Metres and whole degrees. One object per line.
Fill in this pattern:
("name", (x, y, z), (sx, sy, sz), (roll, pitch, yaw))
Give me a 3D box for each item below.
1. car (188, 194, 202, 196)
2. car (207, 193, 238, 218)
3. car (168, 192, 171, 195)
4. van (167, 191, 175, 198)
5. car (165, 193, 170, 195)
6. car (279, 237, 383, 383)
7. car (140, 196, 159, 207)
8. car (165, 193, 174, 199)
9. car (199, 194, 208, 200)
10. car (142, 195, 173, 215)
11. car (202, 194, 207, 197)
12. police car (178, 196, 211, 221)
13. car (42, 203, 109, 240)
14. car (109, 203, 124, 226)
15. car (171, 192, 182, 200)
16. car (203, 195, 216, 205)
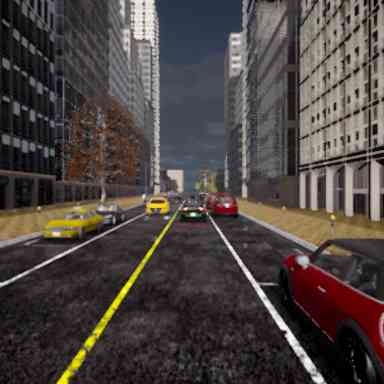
("car", (0.090, 1.180, 41.306), (2.033, 1.649, 4.856), (0, 1, 0))
("car", (2.687, 1.148, 27.901), (2.192, 1.841, 5.009), (0, 0, 0))
("car", (-5.706, 1.084, 73.449), (2.008, 1.369, 4.403), (0, 0, 0))
("van", (-5.710, 0.755, 90.524), (1.690, 1.788, 3.998), (0, 0, 0))
("car", (-5.703, 1.194, 62.064), (1.802, 1.307, 4.206), (0, 0, 0))
("car", (2.692, 1.410, 5.133), (1.967, 1.590, 4.097), (0, 0, 0))
("car", (-5.699, 1.277, 44.988), (2.008, 1.369, 4.403), (0, 0, 0))
("car", (-5.709, 0.999, 84.833), (1.887, 1.381, 4.507), (0, 0, 0))
("car", (2.673, 1.060, 79.131), (1.947, 1.339, 4.313), (0, 0, 0))
("car", (-3.106, 1.292, 31.053), (1.882, 1.535, 5.008), (0, 0, 0))
("car", (2.685, 1.077, 39.285), (2.192, 1.841, 5.009), (0, 0, 0))
("police car", (0.093, 1.356, 25.546), (2.038, 1.542, 4.974), (0, 1, 0))
("car", (-5.692, 1.430, 16.356), (1.752, 1.417, 4.829), (0, 0, 0))
("car", (-5.693, 1.419, 22.220), (2.008, 1.369, 4.403), (0, 0, 0))
("car", (-3.019, 1.121, 72.330), (1.895, 1.301, 4.718), (0, 0, 0))
("car", (2.680, 1.212, 50.840), (1.752, 1.417, 4.829), (0, 0, 0))
